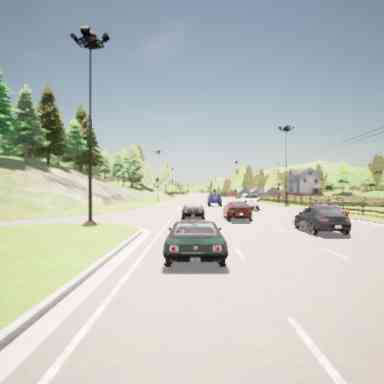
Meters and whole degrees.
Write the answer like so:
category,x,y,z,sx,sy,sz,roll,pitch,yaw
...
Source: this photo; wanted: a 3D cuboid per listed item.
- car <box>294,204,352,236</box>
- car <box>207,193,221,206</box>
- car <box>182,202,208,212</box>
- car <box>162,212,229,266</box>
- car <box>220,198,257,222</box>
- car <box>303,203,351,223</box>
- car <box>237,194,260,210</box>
category,x,y,z,sx,sy,sz,roll,pitch,yaw
car,7.102,1.526,18.432,1.812,1.442,4.674,0,0,0
car,3.603,1.219,53.916,2.150,2.045,5.566,0,0,0
car,0.102,1.601,29.082,1.895,1.301,4.718,0,0,0
car,0.101,1.601,11.473,1.895,1.301,4.718,0,0,0
car,3.603,1.478,26.780,1.882,1.535,5.008,0,0,0
car,10.603,1.601,26.572,1.895,1.301,4.718,0,0,0
car,7.102,1.221,42.305,2.150,2.045,5.566,0,0,0
